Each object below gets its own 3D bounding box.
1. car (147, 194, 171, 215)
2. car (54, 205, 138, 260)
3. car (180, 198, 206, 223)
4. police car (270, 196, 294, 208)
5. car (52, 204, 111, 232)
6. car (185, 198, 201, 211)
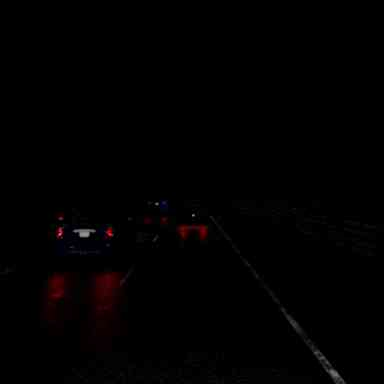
[{"bbox_3d":[-3.413,1.253,34.882,2.150,2.045,5.566,0,0,0],"label":"car"},{"bbox_3d":[-3.400,1.366,12.622,2.097,1.767,4.553,0,0,0],"label":"car"},{"bbox_3d":[0.098,1.502,26.123,1.882,1.535,5.008,0,0,0],"label":"car"},{"bbox_3d":[12.073,1.351,46.392,1.930,1.638,5.238,0,0,-20],"label":"police car"},{"bbox_3d":[-6.900,1.568,21.547,2.033,1.411,5.357,0,0,0],"label":"car"},{"bbox_3d":[0.099,1.521,42.981,1.882,1.535,5.008,0,0,0],"label":"car"}]
